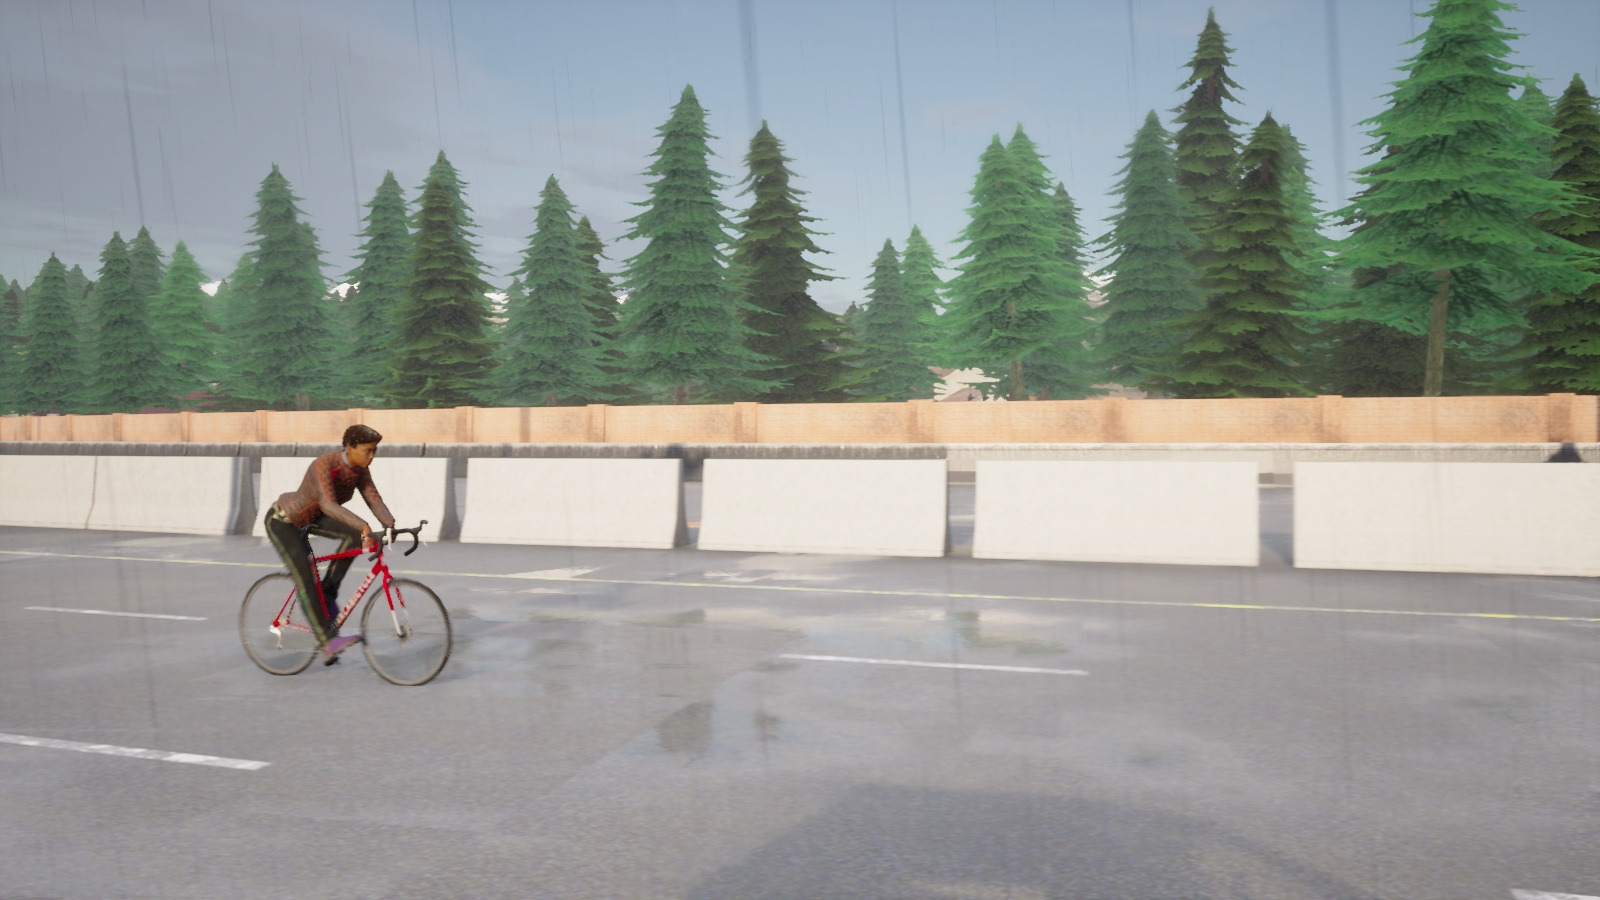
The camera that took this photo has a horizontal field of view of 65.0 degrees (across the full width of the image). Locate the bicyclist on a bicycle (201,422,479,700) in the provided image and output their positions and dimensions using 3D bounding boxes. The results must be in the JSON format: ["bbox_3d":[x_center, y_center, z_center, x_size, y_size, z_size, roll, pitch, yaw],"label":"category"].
[{"bbox_3d":[-2.902,0.643,7.910,1.656,1.620,0.582,1,1,20],"label":"bicyclist on a bicycle"}]
